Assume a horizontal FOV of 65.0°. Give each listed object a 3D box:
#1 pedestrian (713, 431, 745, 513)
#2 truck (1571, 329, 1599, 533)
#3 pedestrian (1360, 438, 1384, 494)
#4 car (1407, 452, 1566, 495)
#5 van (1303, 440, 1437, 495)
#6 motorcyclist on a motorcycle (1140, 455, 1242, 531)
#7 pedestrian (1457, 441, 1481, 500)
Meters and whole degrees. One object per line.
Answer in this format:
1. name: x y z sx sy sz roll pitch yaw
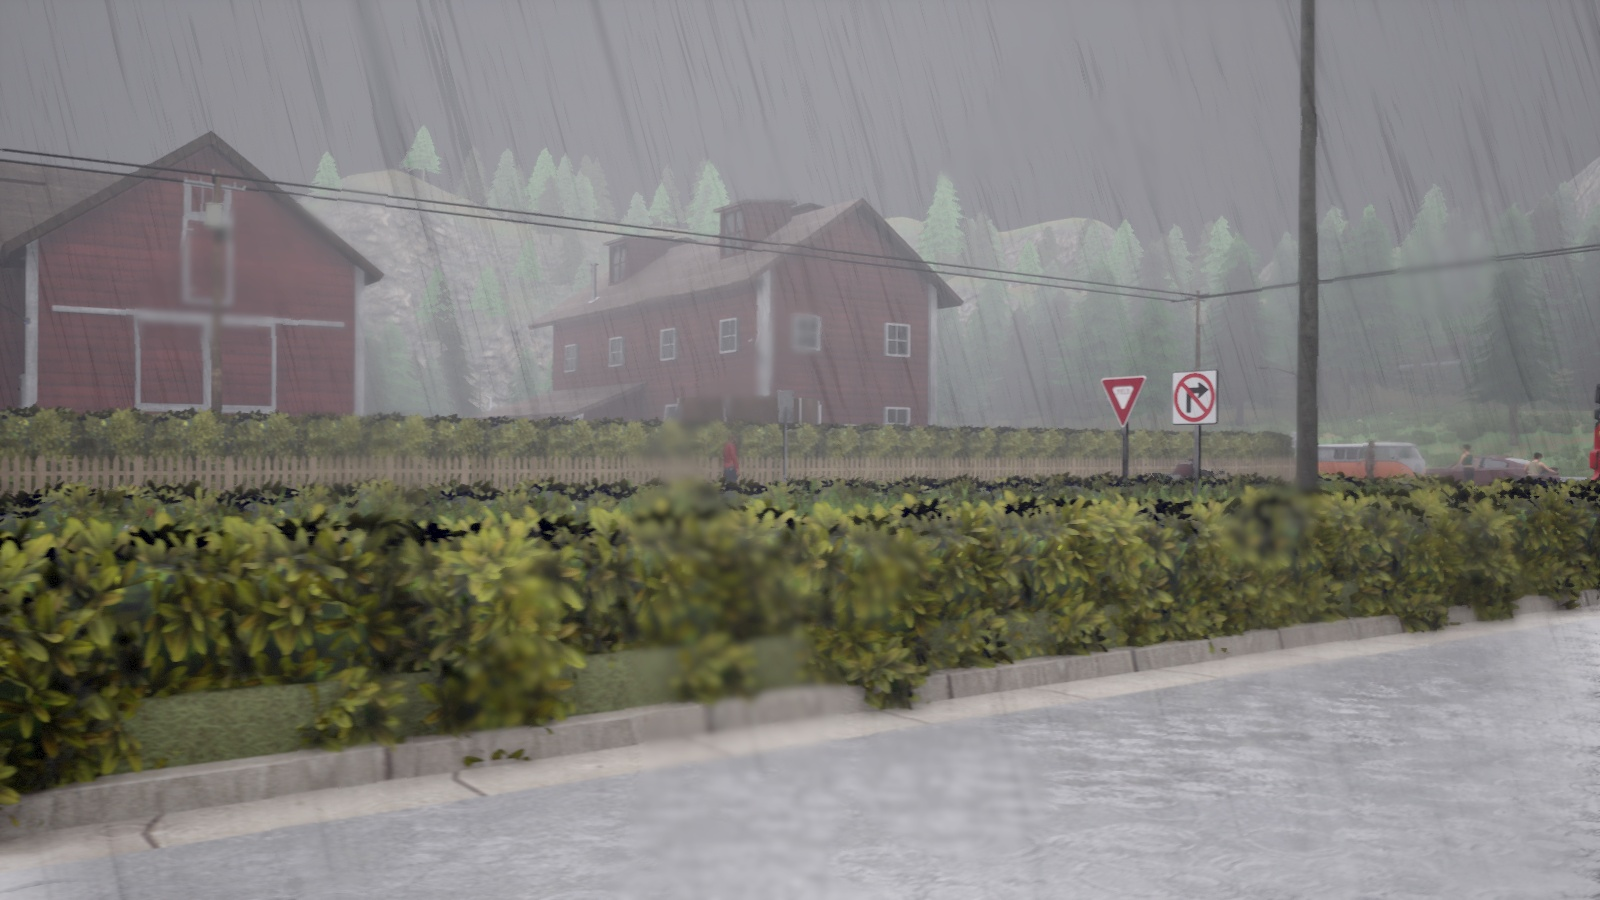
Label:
1. pedestrian: -1.610 0.497 28.478 0.636 1.846 0.331 0 0 -35
2. truck: 16.765 -0.367 20.241 2.891 3.827 8.468 0 0 -5
3. pedestrian: 19.078 0.523 41.880 0.331 1.846 0.634 0 0 -43
4. car: 25.963 0.859 47.672 1.882 1.535 5.008 0 0 -34
5. van: 21.508 0.638 47.544 1.775 1.987 4.442 0 0 -28
6. motorcyclist on a motorcycle: 8.142 0.860 26.136 2.191 1.530 0.866 0 0 -35
7. pedestrian: 21.286 0.645 39.948 0.345 1.836 0.594 0 0 -25
